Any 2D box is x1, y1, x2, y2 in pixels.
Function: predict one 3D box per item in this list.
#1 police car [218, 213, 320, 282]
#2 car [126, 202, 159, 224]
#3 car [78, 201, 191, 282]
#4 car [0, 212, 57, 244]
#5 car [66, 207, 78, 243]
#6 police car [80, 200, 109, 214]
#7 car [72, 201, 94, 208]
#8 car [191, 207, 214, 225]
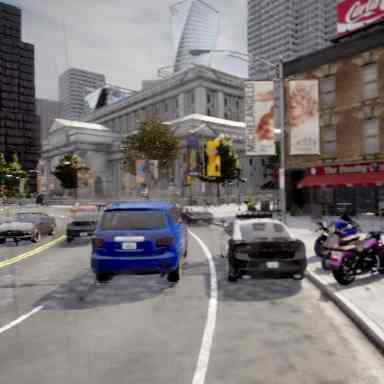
[{"bbox_3d":[1.863,1.447,10.042,1.930,1.638,5.238,-1,0,1],"label":"police car"},{"bbox_3d":[-4.303,1.729,28.184,1.882,1.535,5.008,-1,0,-18],"label":"car"},{"bbox_3d":[-1.324,1.311,10.213,2.150,2.045,5.566,-1,0,2],"label":"car"},{"bbox_3d":[-8.751,1.826,17.894,2.033,1.411,5.357,-1,0,-9],"label":"car"},{"bbox_3d":[-5.268,1.713,17.622,1.837,1.490,4.892,-1,0,-7],"label":"car"},{"bbox_3d":[-12.815,1.935,43.524,1.930,1.638,5.238,-1,-1,-37],"label":"police car"},{"bbox_3d":[-11.776,1.797,36.017,2.097,1.767,4.553,-1,0,-30],"label":"car"},{"bbox_3d":[0.136,1.741,25.047,1.895,1.301,4.718,-1,0,-12],"label":"car"}]
